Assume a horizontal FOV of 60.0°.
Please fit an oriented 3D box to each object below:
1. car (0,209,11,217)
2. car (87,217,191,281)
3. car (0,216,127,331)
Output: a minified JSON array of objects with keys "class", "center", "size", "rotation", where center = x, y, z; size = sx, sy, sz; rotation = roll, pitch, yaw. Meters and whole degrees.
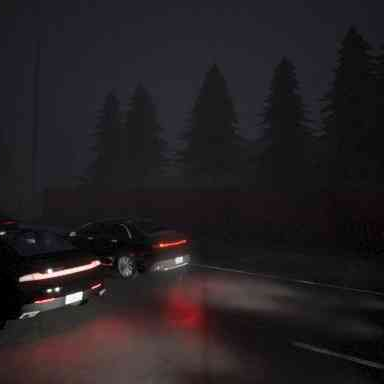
[{"class":"car","center":[-9.937,1.505,15.451],"size":[4.892,1.490,1.837],"rotation":[0,0,36]},{"class":"car","center":[-2.298,1.505,9.962],"size":[4.892,1.490,1.837],"rotation":[0,0,36]},{"class":"car","center":[-3.866,1.491,6.777],"size":[4.902,1.511,2.128],"rotation":[0,0,36]}]
